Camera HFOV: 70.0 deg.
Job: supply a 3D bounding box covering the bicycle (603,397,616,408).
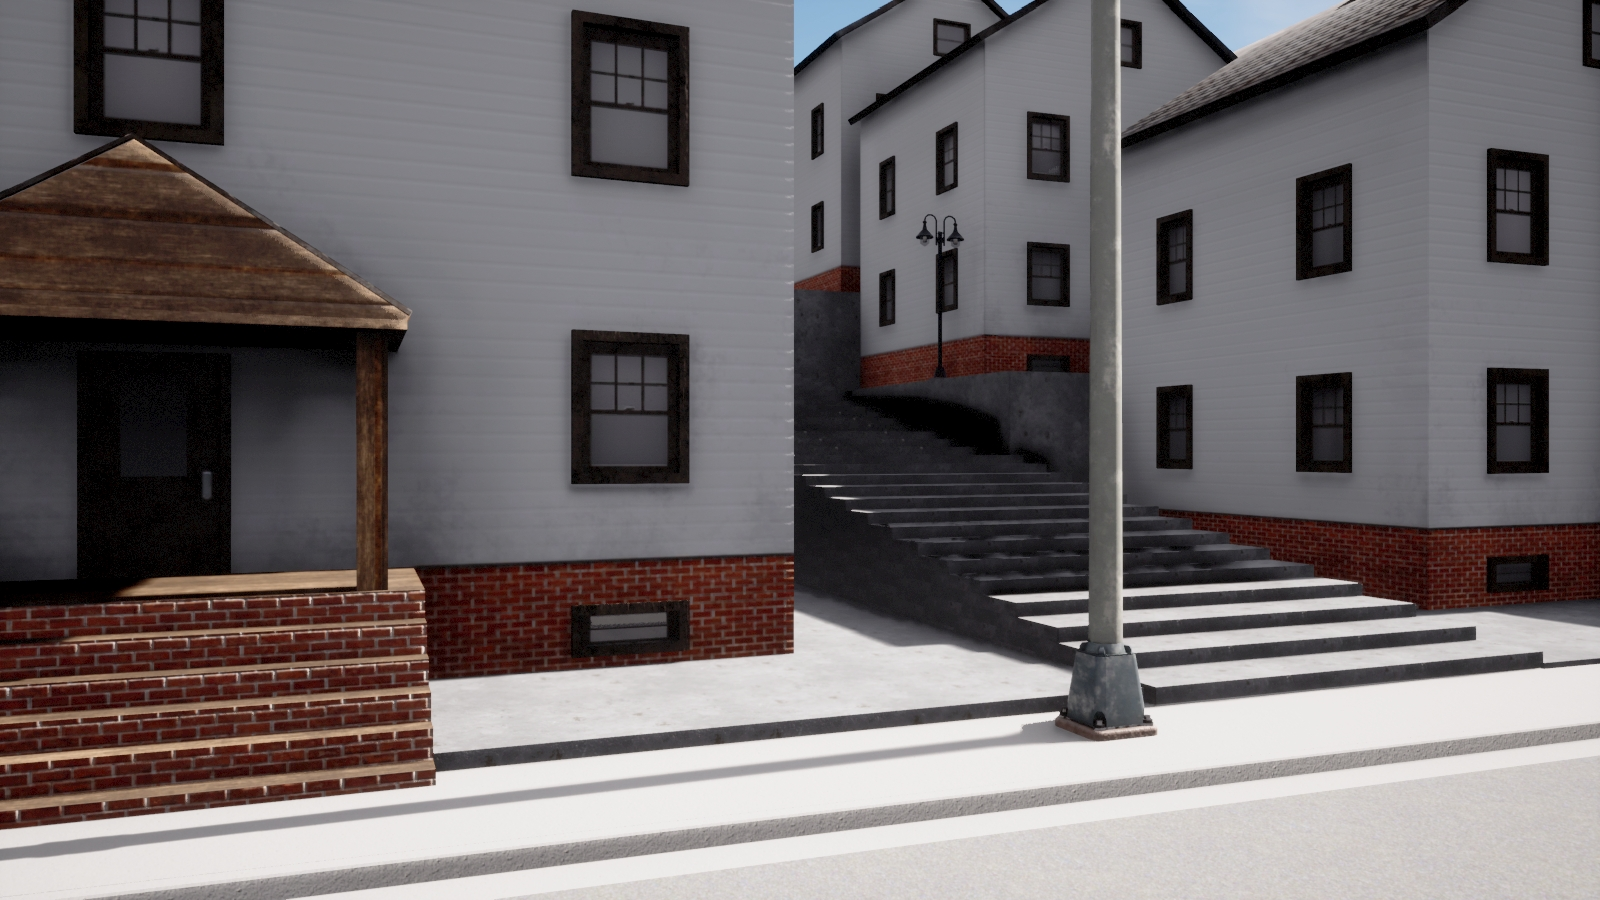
[{"bbox_3d":[-23.594,-5.854,141.742,1.487,1.301,0.859,1,0,-16],"label":"bicycle"}]
